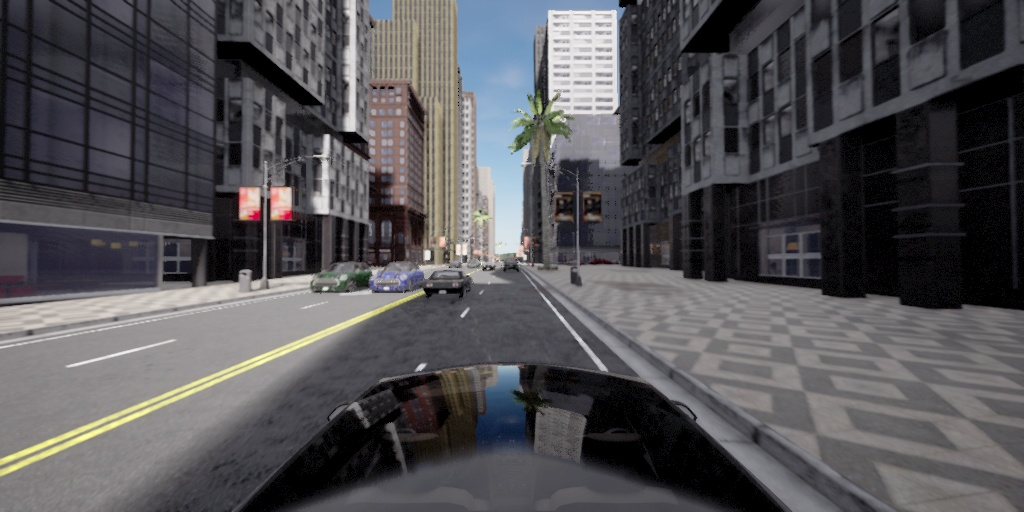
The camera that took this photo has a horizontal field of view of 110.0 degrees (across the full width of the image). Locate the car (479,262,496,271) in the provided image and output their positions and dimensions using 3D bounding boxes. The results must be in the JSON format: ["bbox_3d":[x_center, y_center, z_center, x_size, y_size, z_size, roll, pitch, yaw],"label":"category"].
[{"bbox_3d":[-3.393,1.509,53.576,1.895,1.301,4.718,0,0,0],"label":"car"}]

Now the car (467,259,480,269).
[{"bbox_3d":[-6.814,1.350,63.920,2.097,1.767,4.553,0,0,0],"label":"car"}]

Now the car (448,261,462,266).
[{"bbox_3d":[-10.054,1.557,63.816,2.033,1.411,5.357,0,0,0],"label":"car"}]

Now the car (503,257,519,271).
[{"bbox_3d":[-0.131,1.230,50.950,2.097,1.767,4.553,0,0,0],"label":"car"}]

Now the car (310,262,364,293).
[{"bbox_3d":[-9.933,1.162,21.313,2.097,1.767,4.553,0,0,0],"label":"car"}]

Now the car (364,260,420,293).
[{"bbox_3d":[-6.683,1.149,21.329,2.097,1.767,4.553,0,0,0],"label":"car"}]

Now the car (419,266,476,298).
[{"bbox_3d":[-3.224,1.379,18.834,1.895,1.301,4.718,0,0,0],"label":"car"}]
